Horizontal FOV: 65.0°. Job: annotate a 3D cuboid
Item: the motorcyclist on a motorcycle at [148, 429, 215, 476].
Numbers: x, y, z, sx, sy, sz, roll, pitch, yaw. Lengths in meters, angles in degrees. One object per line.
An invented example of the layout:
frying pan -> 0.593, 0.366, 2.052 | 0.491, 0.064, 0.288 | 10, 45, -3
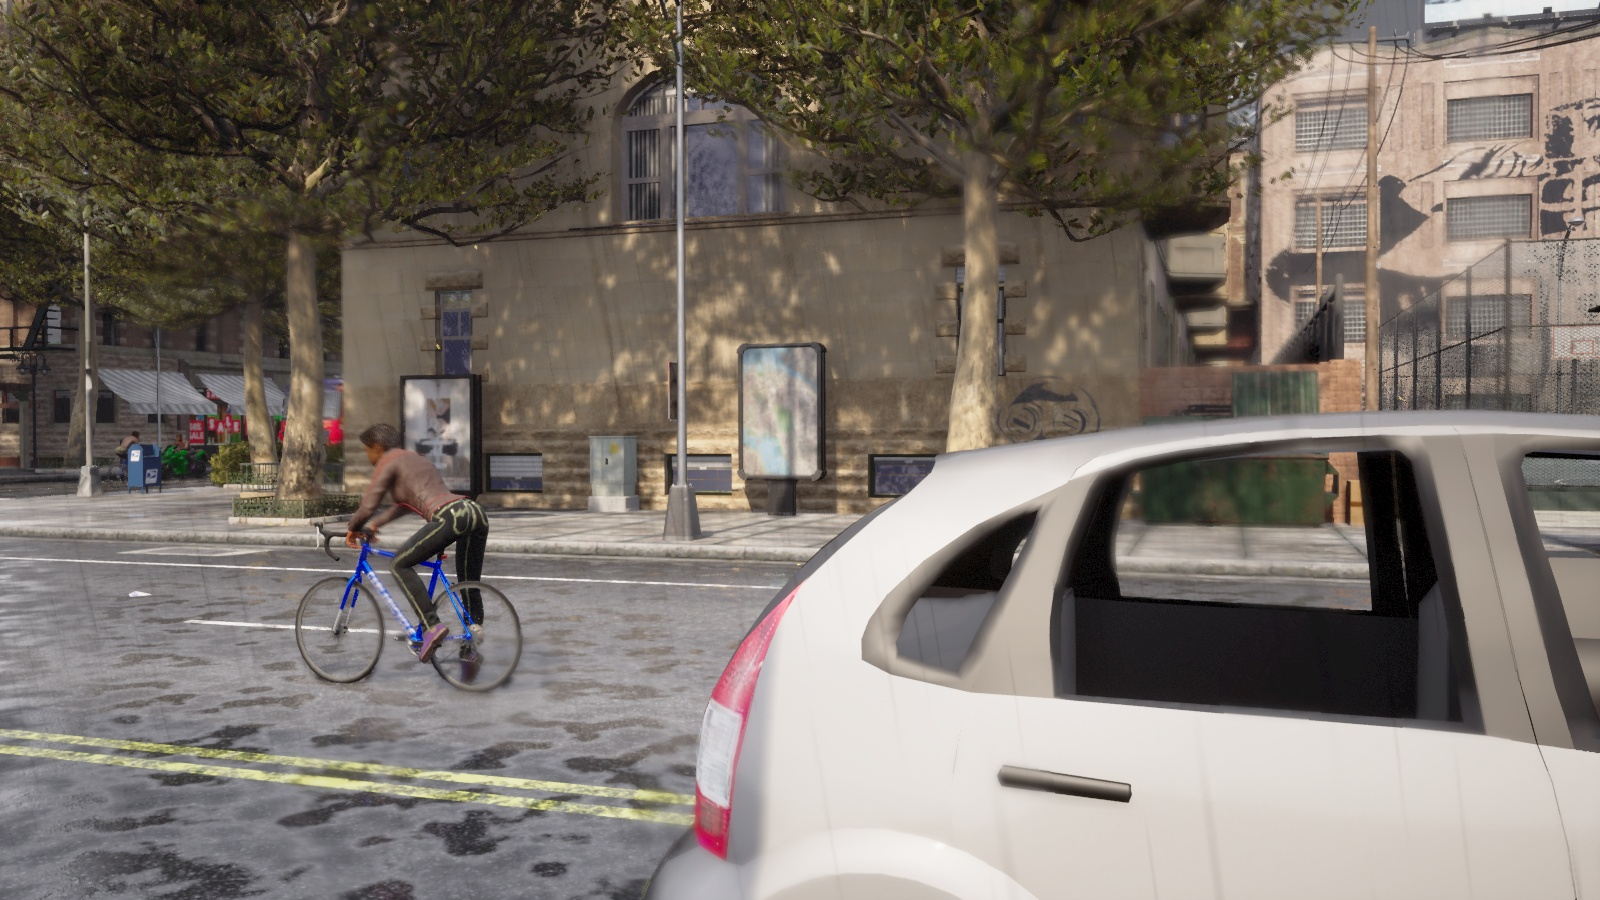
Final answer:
motorcyclist on a motorcycle -> -20.733, 0.056, 42.158 | 0.797, 1.523, 2.044 | 1, 1, 19

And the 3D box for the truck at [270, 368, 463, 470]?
truck -> -17.521, -1.230, 51.577 | 2.891, 3.827, 8.468 | 1, 1, 19

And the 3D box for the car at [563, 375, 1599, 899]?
car -> 1.739, 0.690, 2.607 | 3.988, 1.617, 1.851 | 1, 1, 19

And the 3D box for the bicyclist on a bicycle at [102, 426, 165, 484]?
bicyclist on a bicycle -> -19.103, 0.131, 36.003 | 0.582, 1.620, 1.656 | 1, 1, 18

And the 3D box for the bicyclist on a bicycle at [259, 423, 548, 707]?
bicyclist on a bicycle -> -2.426, 0.647, 7.694 | 1.656, 1.620, 0.582 | 0, 1, 19
